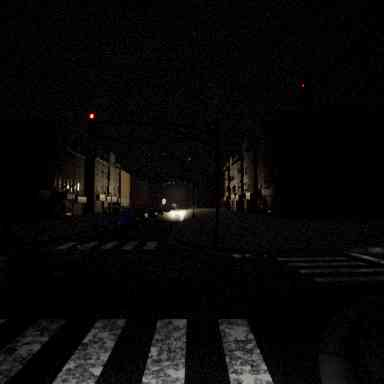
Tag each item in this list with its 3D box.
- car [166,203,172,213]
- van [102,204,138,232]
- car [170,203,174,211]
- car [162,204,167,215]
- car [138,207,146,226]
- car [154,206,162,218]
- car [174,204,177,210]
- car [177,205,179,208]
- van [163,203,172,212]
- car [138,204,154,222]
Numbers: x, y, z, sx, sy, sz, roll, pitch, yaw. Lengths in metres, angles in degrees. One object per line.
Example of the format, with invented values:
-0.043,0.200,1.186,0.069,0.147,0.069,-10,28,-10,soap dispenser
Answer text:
-5.512,3.344,64.469,1.887,1.381,4.507,1,-2,0,car
-5.396,1.905,24.447,1.690,1.788,3.998,2,-2,0,van
-5.524,3.418,69.760,1.967,1.590,4.097,1,-2,0,car
-5.484,3.035,53.893,1.802,1.307,4.206,2,-2,0,car
-5.411,2.210,27.759,2.008,1.369,4.403,2,-2,0,car
-5.453,2.666,43.318,1.887,1.381,4.507,2,-2,0,car
-5.570,4.085,85.618,2.008,1.369,4.403,1,-2,0,car
-5.580,4.041,90.912,2.192,1.841,5.009,1,-2,0,car
-5.536,3.501,75.050,1.690,1.788,3.998,1,-2,0,van
-5.418,2.120,32.749,2.192,1.841,5.009,2,-2,0,car
